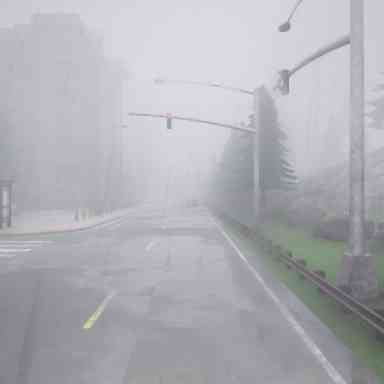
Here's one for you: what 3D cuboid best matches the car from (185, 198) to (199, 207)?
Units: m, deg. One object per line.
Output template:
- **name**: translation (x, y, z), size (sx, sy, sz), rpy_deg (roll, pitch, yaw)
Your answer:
- **car**: translation (-0.013, 1.569, 50.633), size (1.994, 1.385, 4.181), rpy_deg (0, 0, 0)
